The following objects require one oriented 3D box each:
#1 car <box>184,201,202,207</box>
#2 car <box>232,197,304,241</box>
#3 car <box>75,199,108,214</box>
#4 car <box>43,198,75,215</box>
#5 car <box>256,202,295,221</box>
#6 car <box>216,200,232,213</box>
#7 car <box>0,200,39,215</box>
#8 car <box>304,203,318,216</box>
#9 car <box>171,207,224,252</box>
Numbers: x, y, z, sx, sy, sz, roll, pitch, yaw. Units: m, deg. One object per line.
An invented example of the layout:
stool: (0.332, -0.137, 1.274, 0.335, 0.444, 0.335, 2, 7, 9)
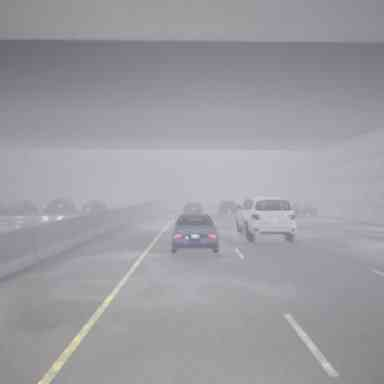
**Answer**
car: (0.124, 1.651, 34.890, 1.994, 1.385, 4.181, 0, 0, 0)
car: (3.613, 1.265, 17.062, 2.150, 2.045, 5.566, 0, 0, 0)
car: (-10.568, 1.578, 36.311, 2.128, 1.511, 4.902, 0, 0, 0)
car: (-14.070, 1.436, 35.621, 2.097, 1.767, 4.553, 0, 0, 0)
car: (7.123, 1.622, 28.972, 2.033, 1.411, 5.357, 0, 0, 0)
car: (3.624, 1.592, 34.390, 1.837, 1.490, 4.892, 0, 0, 0)
car: (-17.571, 1.605, 34.412, 1.812, 1.442, 4.674, 0, 0, 0)
car: (10.624, 1.686, 32.791, 1.895, 1.301, 4.718, 0, 0, 0)
car: (0.110, 1.582, 13.976, 2.033, 1.411, 5.357, 0, 0, 0)
